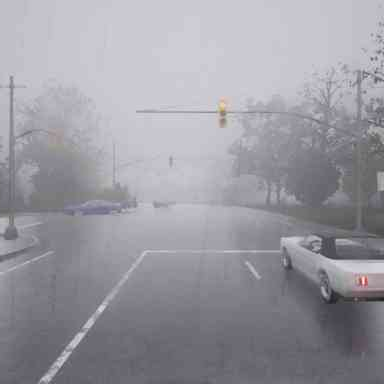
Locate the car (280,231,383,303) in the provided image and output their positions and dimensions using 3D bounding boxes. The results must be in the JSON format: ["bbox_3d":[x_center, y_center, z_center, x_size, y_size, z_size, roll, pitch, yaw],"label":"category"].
[{"bbox_3d":[3.602,1.601,8.129,1.895,1.301,4.718,0,0,0],"label":"car"}]

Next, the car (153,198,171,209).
[{"bbox_3d":[-4.285,1.602,47.355,1.882,1.535,5.008,0,-1,-5],"label":"car"}]

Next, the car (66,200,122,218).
[{"bbox_3d":[-8.997,1.499,30.830,5.008,1.535,1.882,0,2,-29],"label":"car"}]

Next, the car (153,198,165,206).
[{"bbox_3d":[-6.655,1.975,66.121,1.882,1.535,5.008,0,-2,-11],"label":"car"}]

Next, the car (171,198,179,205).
[{"bbox_3d":[-4.942,2.248,73.752,1.895,1.301,4.718,0,-1,-19],"label":"car"}]

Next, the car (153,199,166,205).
[{"bbox_3d":[-8.196,2.461,83.078,1.895,1.301,4.718,0,-1,-25],"label":"car"}]
